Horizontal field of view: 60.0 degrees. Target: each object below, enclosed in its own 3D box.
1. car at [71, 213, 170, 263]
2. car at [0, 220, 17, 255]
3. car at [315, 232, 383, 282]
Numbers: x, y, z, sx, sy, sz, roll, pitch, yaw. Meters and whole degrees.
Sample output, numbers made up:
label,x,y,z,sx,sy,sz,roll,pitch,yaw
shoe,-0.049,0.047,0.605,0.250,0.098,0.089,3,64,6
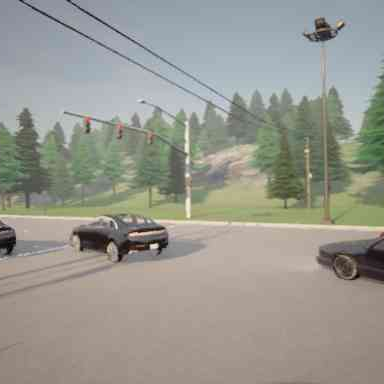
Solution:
label,x,y,z,sx,sy,sz,roll,pitch,yaw
car,-2.828,1.547,12.342,2.128,1.511,4.902,-1,0,-42
car,-8.643,1.675,12.957,4.902,1.511,2.128,-1,0,39
car,5.223,1.429,7.002,2.033,1.411,5.357,-1,0,-26
